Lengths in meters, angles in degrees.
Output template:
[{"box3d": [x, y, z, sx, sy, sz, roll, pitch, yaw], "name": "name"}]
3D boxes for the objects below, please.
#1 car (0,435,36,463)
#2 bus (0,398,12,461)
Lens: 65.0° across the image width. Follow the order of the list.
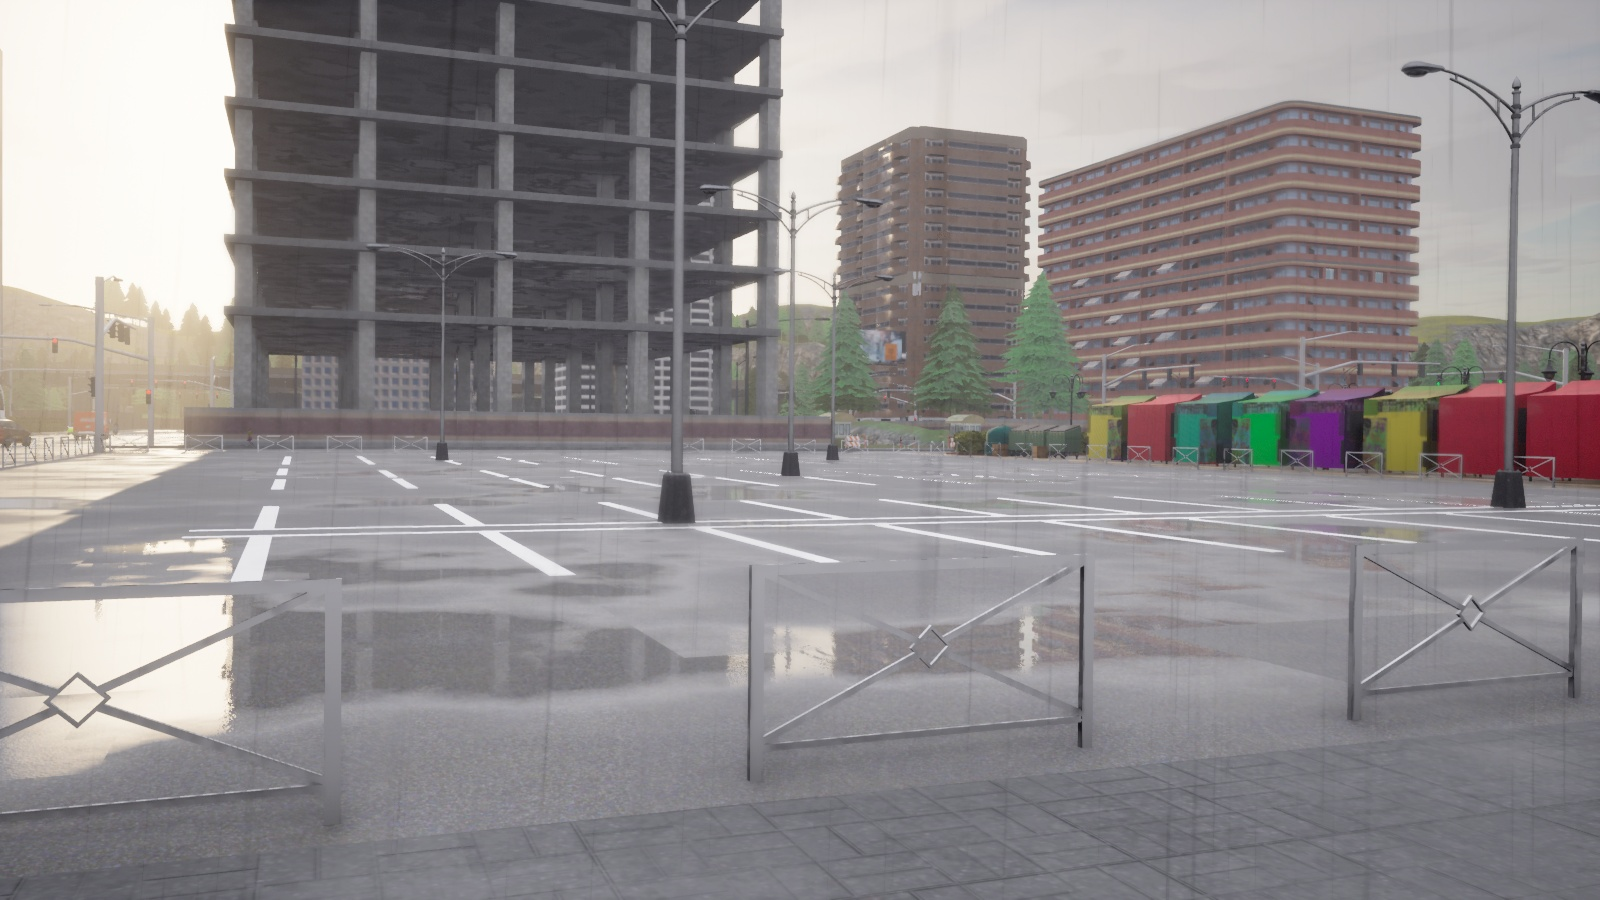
[{"box3d": [-48.040, -0.065, 75.411, 2.242, 1.667, 4.611, -1, 1, -12], "name": "car"}, {"box3d": [-54.720, -1.317, 81.763, 3.944, 4.253, 10.273, -1, 1, -22], "name": "bus"}]
